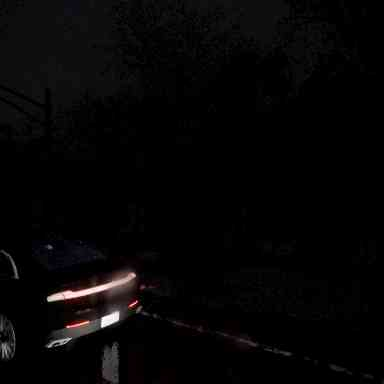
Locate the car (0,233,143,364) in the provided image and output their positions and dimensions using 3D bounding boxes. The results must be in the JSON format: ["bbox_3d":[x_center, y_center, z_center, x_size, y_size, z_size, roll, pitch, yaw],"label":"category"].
[{"bbox_3d":[-3.069,1.491,5.864,4.902,1.511,2.128,0,0,35],"label":"car"}]
